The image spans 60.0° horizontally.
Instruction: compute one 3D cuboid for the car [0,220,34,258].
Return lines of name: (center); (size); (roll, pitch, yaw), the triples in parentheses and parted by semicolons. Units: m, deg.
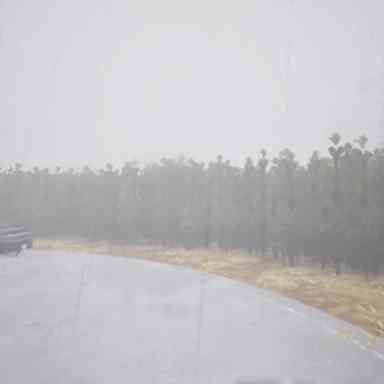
car: (-8.053, 1.631, 11.533); (4.902, 1.511, 2.128); (0, -1, 8)
